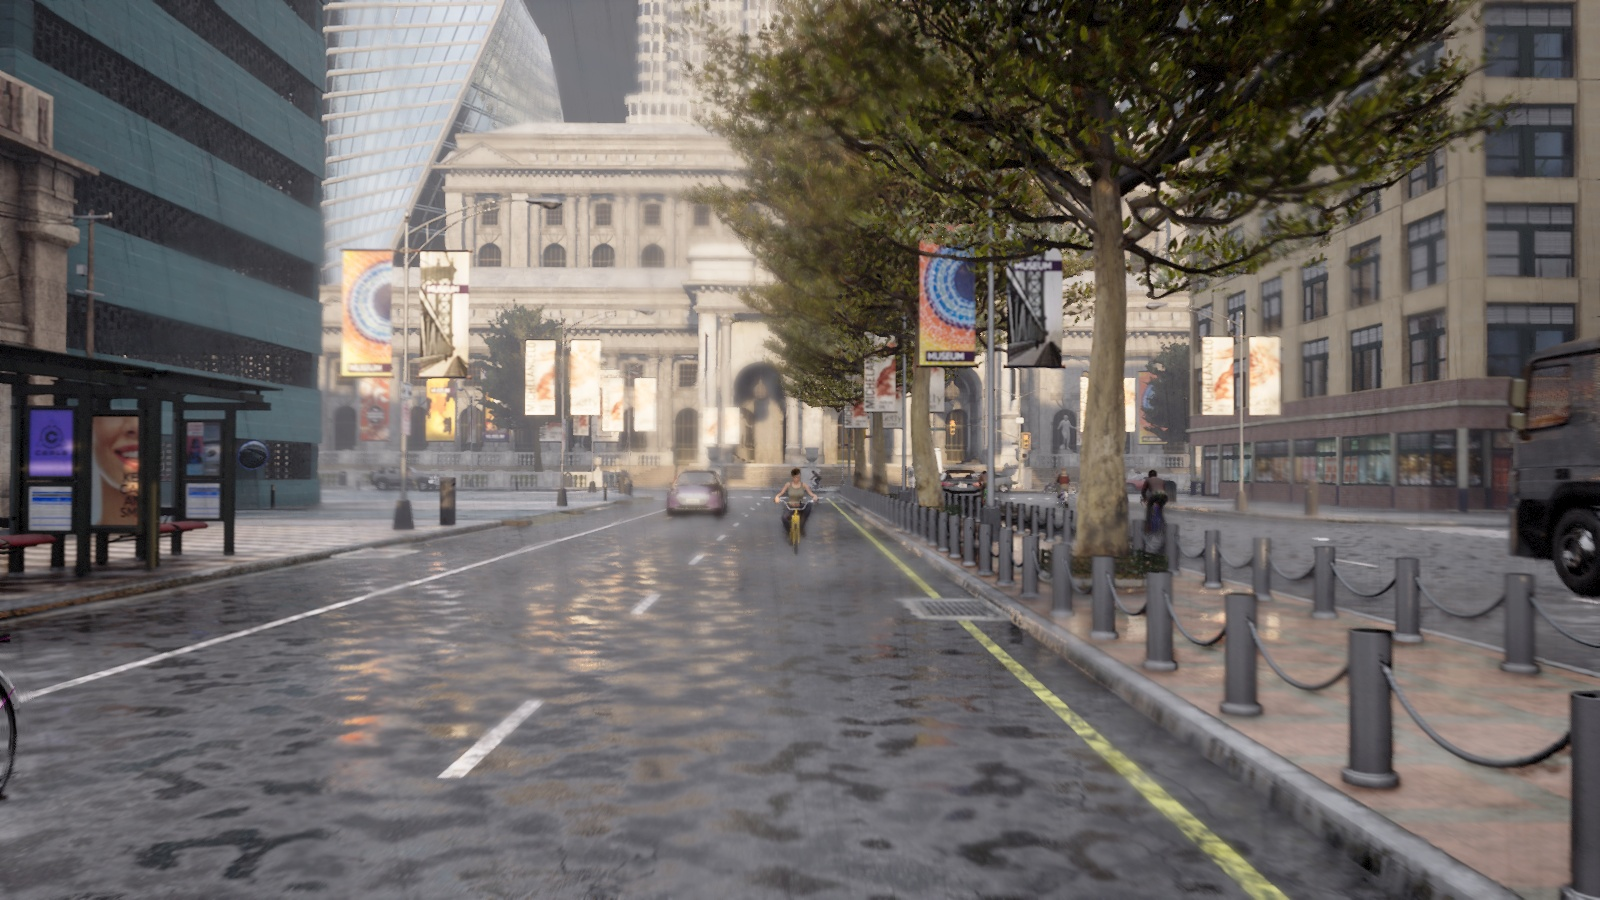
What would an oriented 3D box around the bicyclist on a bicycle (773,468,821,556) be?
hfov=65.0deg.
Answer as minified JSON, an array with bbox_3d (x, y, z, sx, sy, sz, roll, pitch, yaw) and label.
[{"bbox_3d":[-0.063,1.148,23.702,0.866,1.612,1.509,0,-1,0],"label":"bicyclist on a bicycle"}]

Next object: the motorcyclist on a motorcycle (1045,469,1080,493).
[{"bbox_3d":[18.604,2.180,88.973,2.350,1.649,0.766,0,-1,0],"label":"motorcyclist on a motorcycle"}]

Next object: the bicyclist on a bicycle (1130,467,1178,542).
[{"bbox_3d":[7.931,1.208,28.203,0.582,1.620,1.656,0,-1,0],"label":"bicyclist on a bicycle"}]

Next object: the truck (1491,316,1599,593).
[{"bbox_3d":[11.461,0.024,14.170,2.891,3.462,7.936,0,-1,0],"label":"truck"}]

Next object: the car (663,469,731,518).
[{"bbox_3d":[-3.610,1.510,44.799,2.033,1.649,4.856,0,-1,0],"label":"car"}]

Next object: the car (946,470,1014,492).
[{"bbox_3d":[13.153,2.244,91.684,4.514,1.525,2.007,0,-1,-11],"label":"car"}]

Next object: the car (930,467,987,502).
[{"bbox_3d":[7.845,1.675,62.557,2.242,1.667,4.611,0,-1,0],"label":"car"}]

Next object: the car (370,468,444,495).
[{"bbox_3d":[-27.833,2.233,89.040,4.605,1.855,1.932,0,-1,0],"label":"car"}]

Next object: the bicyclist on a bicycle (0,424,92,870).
[{"bbox_3d":[-3.512,0.778,4.717,0.659,1.776,1.843,0,-1,0],"label":"bicyclist on a bicycle"}]

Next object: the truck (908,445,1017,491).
[{"bbox_3d":[12.326,1.390,95.997,7.936,3.462,2.891,0,-1,0],"label":"truck"}]

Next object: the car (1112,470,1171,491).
[{"bbox_3d":[25.137,2.227,92.462,3.806,1.475,1.970,0,-1,0],"label":"car"}]
